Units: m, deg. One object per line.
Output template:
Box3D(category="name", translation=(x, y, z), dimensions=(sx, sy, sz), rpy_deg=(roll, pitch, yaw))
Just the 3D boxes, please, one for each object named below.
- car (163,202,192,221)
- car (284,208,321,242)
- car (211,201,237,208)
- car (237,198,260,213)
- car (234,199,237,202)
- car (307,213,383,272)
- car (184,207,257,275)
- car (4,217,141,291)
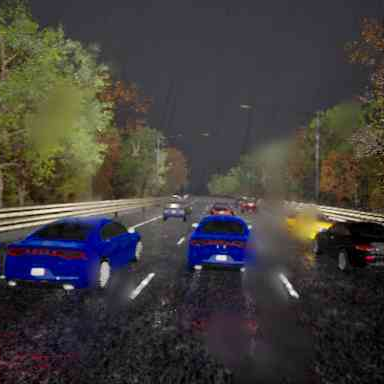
Box3D(category="car", translation=(-1.124, 1.511, 26.731), dimensions=(2.033, 1.411, 5.357), rpy_deg=(2, 0, 5))
Box3D(category="car", translation=(6.046, 1.631, 17.288), dimensions=(1.801, 1.575, 5.366), rpy_deg=(2, 0, 5))
Box3D(category="car", translation=(2.539, 1.641, 28.664), dimensions=(1.994, 1.385, 4.181), rpy_deg=(2, 0, 5))
Box3D(category="car", translation=(6.929, 1.573, 40.334), dimensions=(2.097, 1.767, 4.553), rpy_deg=(2, 0, 5))
Box3D(category="car", translation=(7.880, 1.798, 54.423), dimensions=(1.812, 1.442, 4.674), rpy_deg=(2, 0, 4))
Box3D(category="car", translation=(5.478, 1.684, 11.084), dimensions=(1.812, 1.442, 4.674), rpy_deg=(2, 0, 5))
Box3D(category="car", translation=(0.970, 1.499, 10.754), dimensions=(1.882, 1.535, 5.008), rpy_deg=(2, 0, 5))
Box3D(category="car", translation=(-2.724, 1.388, 8.846), dimensions=(1.882, 1.535, 5.008), rpy_deg=(2, 0, 5))
